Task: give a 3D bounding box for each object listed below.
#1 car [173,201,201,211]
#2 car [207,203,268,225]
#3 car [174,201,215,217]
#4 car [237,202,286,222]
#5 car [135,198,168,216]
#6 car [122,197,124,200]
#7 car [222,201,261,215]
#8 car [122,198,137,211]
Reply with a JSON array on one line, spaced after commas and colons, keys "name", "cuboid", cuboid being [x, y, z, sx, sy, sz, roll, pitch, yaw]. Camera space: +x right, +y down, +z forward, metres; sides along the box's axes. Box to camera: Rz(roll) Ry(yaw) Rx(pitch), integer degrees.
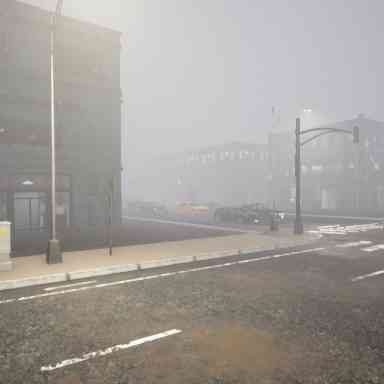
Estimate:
[{"name": "car", "cuboid": [-0.788, 1.965, 47.333, 1.802, 1.307, 4.206, -2, 0, -35]}, {"name": "car", "cuboid": [3.526, 1.814, 26.583, 1.947, 1.339, 4.313, -1, 0, -35]}, {"name": "car", "cuboid": [-0.095, 1.814, 36.381, 1.882, 1.535, 5.008, -1, 0, -36]}, {"name": "car", "cuboid": [5.702, 1.713, 28.216, 2.128, 1.511, 4.902, -1, 0, -35]}, {"name": "car", "cuboid": [-4.416, 1.846, 37.965, 1.967, 1.590, 4.097, -1, 0, -35]}, {"name": "car", "cuboid": [-13.619, 1.939, 65.381, 2.192, 1.841, 5.009, -1, 0, -35]}, {"name": "car", "cuboid": [5.623, 1.809, 38.309, 2.008, 1.369, 4.403, -2, 0, -35]}, {"name": "car", "cuboid": [-7.544, 1.958, 46.892, 1.882, 1.535, 5.008, -1, 0, -35]}]
